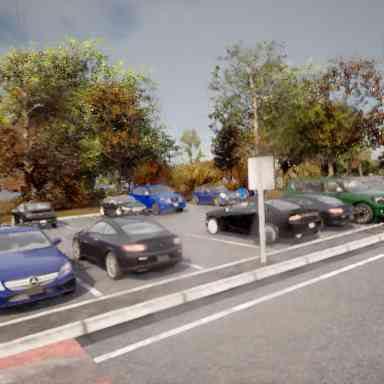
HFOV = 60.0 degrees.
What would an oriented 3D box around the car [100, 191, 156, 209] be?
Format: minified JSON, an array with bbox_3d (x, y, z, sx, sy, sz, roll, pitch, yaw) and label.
[{"bbox_3d":[-4.909,0.947,23.198,2.231,1.521,4.892,-5,3,-36],"label":"car"}]

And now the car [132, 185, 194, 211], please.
[{"bbox_3d":[-2.720,0.507,24.738,2.435,2.045,5.566,-5,3,-36],"label":"car"}]

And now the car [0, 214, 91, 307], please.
[{"bbox_3d":[-4.321,1.581,8.103,2.002,1.452,4.674,-5,3,-36],"label":"car"}]

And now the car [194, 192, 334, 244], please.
[{"bbox_3d":[2.534,0.955,13.050,2.097,1.535,5.008,-5,3,-36],"label":"car"}]

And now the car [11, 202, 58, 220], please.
[{"bbox_3d":[-9.465,1.338,19.886,2.231,1.521,4.892,-5,3,-36],"label":"car"}]

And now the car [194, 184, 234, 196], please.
[{"bbox_3d":[1.979,0.218,28.093,2.185,1.767,4.553,-4,2,-36],"label":"car"}]

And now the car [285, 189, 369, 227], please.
[{"bbox_3d":[4.820,0.797,14.706,2.002,1.452,4.674,-5,3,-36],"label":"car"}]

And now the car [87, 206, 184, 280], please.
[{"bbox_3d":[-2.034,1.386,9.751,2.002,1.452,4.674,-5,3,-36],"label":"car"}]

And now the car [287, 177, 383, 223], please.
[{"bbox_3d":[7.103,0.308,16.324,2.435,2.045,5.566,-5,3,-36],"label":"car"}]
